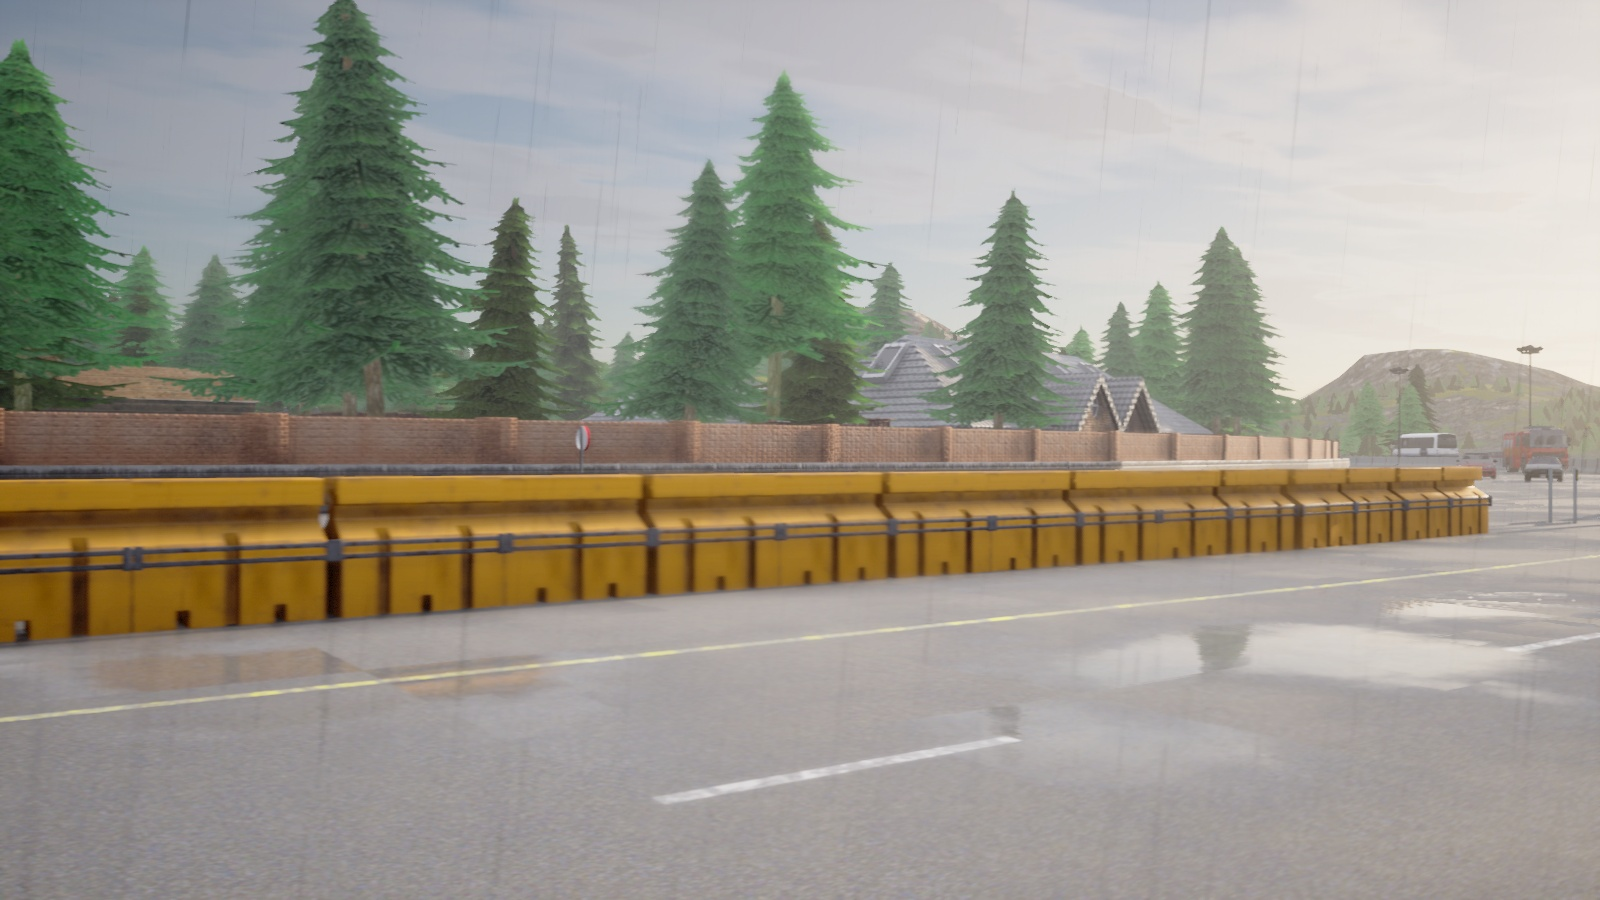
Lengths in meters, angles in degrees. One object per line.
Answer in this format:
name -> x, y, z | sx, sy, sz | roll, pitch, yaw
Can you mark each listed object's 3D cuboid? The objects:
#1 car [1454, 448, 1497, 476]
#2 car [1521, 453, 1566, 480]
car -> 41.646, 0.691, 77.412 | 2.242, 1.667, 4.611 | 0, 0, 29
car -> 41.046, 0.875, 69.307 | 2.033, 1.411, 5.357 | 0, 0, 32
